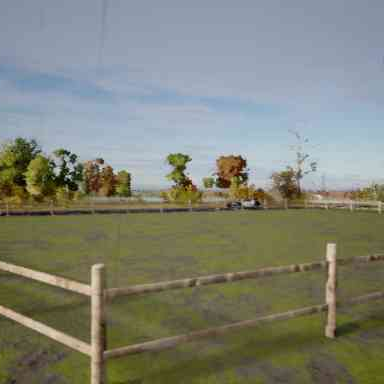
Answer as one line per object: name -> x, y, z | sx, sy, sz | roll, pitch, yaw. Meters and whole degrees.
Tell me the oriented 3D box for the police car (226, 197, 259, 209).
police car -> 7.254, 1.574, 47.937 | 4.974, 1.542, 2.038 | 0, 0, -28
